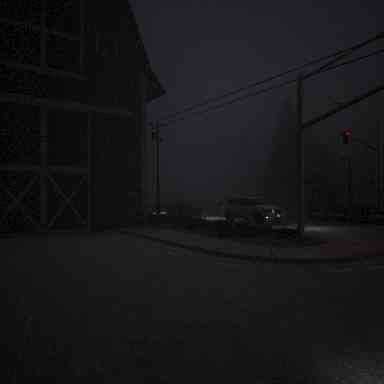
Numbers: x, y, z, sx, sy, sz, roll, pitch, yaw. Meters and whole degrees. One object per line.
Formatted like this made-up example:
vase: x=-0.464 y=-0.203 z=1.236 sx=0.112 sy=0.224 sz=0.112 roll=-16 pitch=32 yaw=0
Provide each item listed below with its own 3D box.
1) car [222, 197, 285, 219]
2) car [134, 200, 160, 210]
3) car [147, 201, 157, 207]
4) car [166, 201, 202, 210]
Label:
car: x=4.737 y=1.400 z=26.509 sx=2.150 sy=2.045 sz=5.566 roll=0 pitch=0 yaw=-34
car: x=-6.719 y=1.922 z=49.571 sx=1.895 sy=1.301 sz=4.718 roll=0 pitch=0 yaw=-34
car: x=-6.290 y=1.786 z=42.597 sx=1.837 sy=1.490 sz=4.892 roll=0 pitch=0 yaw=-34
car: x=-0.903 y=1.708 z=34.735 sx=1.882 sy=1.535 sz=5.008 roll=0 pitch=0 yaw=-35
